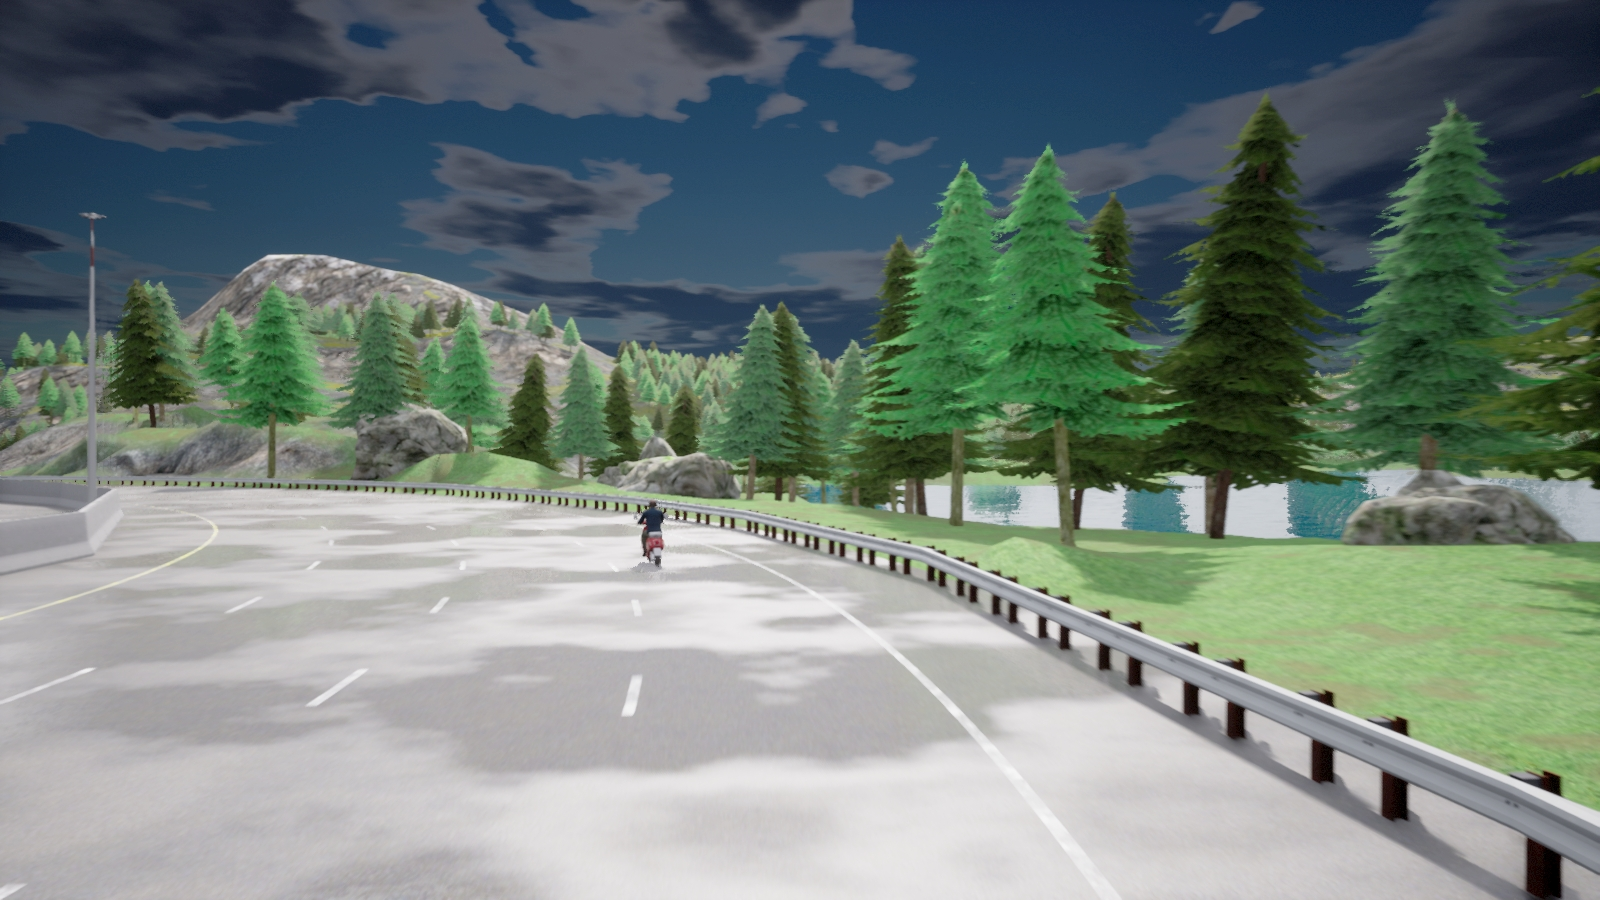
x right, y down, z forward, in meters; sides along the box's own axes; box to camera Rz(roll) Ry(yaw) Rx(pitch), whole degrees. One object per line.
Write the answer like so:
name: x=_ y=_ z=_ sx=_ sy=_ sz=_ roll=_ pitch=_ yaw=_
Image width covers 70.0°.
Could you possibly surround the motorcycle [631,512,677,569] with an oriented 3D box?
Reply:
motorcycle: x=-3.596 y=2.201 z=28.073 sx=0.856 sy=1.236 sz=1.805 roll=-2 pitch=0 yaw=-15
